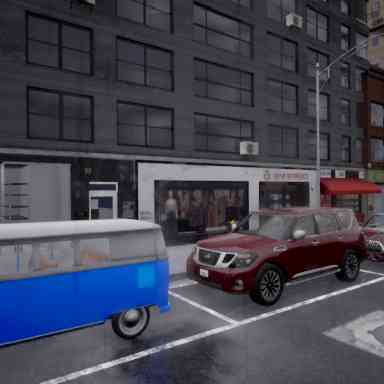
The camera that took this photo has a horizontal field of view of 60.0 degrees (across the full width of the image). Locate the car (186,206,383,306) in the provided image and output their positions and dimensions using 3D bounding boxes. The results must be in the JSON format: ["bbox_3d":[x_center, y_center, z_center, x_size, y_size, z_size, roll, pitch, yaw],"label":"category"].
[{"bbox_3d":[2.286,1.313,8.178,5.009,1.841,2.192,0,-1,-35],"label":"car"}]

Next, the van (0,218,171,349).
[{"bbox_3d":[-2.261,1.341,4.934,3.998,1.788,1.690,0,-1,-35],"label":"van"}]
